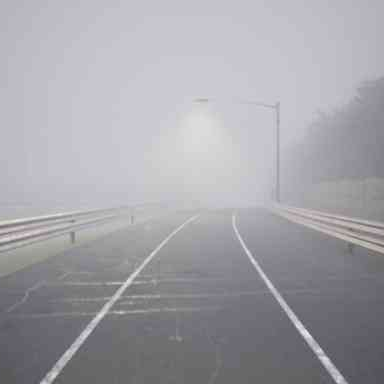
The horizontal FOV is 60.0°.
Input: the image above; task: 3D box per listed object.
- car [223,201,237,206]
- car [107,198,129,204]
[{"bbox_3d":[10.182,3.092,89.228,4.181,1.385,1.994,2,-3,-42],"label":"car"},{"bbox_3d":[-15.969,2.127,72.109,4.553,1.767,2.097,1,-3,-25],"label":"car"}]
